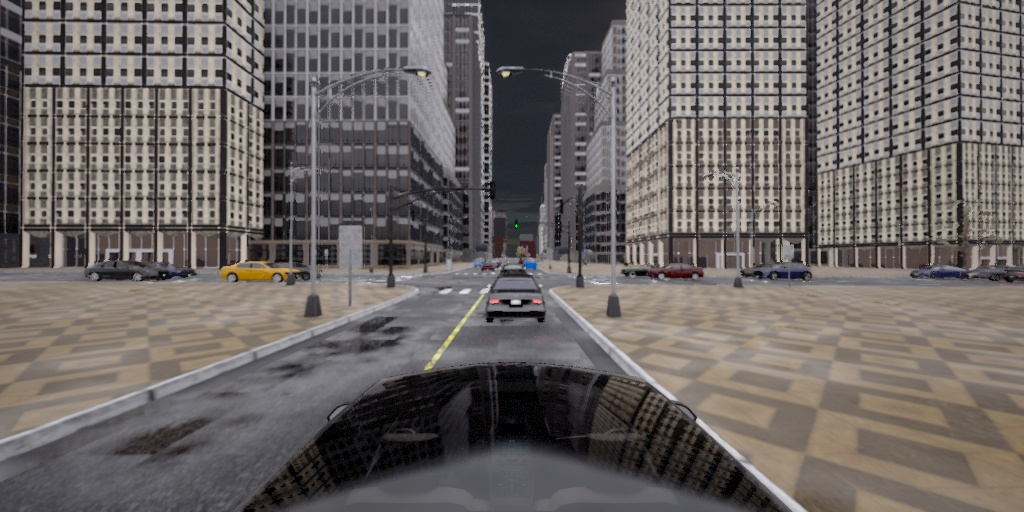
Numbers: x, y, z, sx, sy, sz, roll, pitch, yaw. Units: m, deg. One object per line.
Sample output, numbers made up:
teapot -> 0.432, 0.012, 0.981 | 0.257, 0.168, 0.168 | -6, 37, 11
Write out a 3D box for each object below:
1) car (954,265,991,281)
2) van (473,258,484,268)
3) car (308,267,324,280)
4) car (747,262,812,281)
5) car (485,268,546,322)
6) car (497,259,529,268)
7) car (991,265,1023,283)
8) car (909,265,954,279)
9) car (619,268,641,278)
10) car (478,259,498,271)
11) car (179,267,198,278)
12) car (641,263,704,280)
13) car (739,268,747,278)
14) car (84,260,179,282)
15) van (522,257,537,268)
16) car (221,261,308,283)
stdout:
car -> 45.457, 1.607, 33.652 | 4.902, 1.511, 2.128 | 0, 0, -2
van -> -5.767, 1.182, 63.045 | 1.690, 1.789, 3.998 | 0, 0, 0
car -> -17.601, 1.186, 28.759 | 4.674, 1.442, 1.812 | 0, 0, -1
car -> 24.851, 1.340, 33.101 | 4.553, 1.767, 2.097 | 0, 0, -1
car -> 0.105, 1.314, 12.338 | 2.033, 1.411, 5.357 | 0, 0, 0
car -> 0.044, 1.267, 27.140 | 1.882, 1.535, 5.008 | 0, 0, -1
car -> 44.496, 1.580, 30.275 | 4.902, 1.511, 2.128 | 0, 0, -2
car -> 43.773, 1.651, 36.839 | 4.674, 1.442, 1.812 | 1, 0, -2
car -> 13.373, 1.533, 36.120 | 4.718, 1.301, 1.895 | 0, 0, -1
car -> -3.222, 1.421, 48.522 | 1.895, 1.301, 4.718 | 0, 0, -2
car -> -28.382, 1.121, 28.532 | 5.357, 1.411, 2.033 | 0, 0, -1
car -> 14.898, 1.401, 32.887 | 5.008, 1.535, 1.882 | 0, 0, -1
car -> 25.621, 1.515, 36.367 | 4.892, 1.490, 1.837 | 0, 0, -1
car -> -27.011, 1.069, 25.311 | 4.892, 1.490, 1.837 | 1, 0, -1
van -> 2.684, 1.165, 51.939 | 1.690, 1.789, 3.998 | 0, 0, 0
car -> -17.746, 1.117, 25.505 | 5.008, 1.535, 1.882 | 1, 0, -1
